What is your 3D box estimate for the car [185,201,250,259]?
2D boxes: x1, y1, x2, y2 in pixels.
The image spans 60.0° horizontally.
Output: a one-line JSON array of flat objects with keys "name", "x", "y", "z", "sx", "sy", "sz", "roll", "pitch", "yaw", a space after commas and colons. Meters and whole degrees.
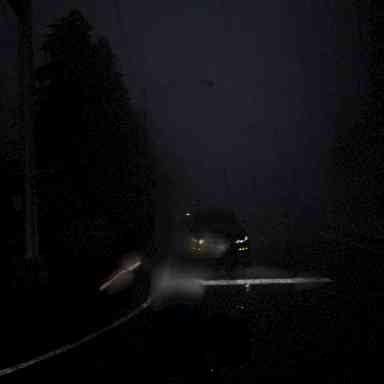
[{"name": "car", "x": 0.773, "y": 1.304, "z": 11.834, "sx": 1.837, "sy": 1.490, "sz": 4.892, "roll": -1, "pitch": 1, "yaw": -1}]

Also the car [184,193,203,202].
[{"name": "car", "x": 0.155, "y": 0.862, "z": 39.045, "sx": 1.837, "sy": 1.490, "sz": 4.892, "roll": -1, "pitch": 1, "yaw": -1}]
